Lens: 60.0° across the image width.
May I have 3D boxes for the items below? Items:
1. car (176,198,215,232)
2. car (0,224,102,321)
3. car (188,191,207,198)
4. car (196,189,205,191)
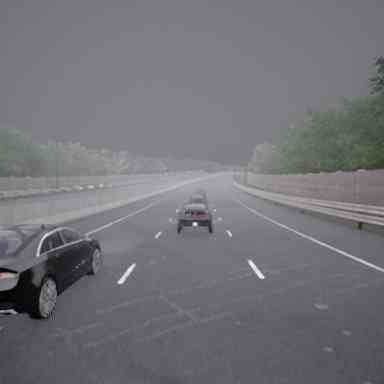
[{"bbox_3d":[0.180,1.295,18.561,1.837,1.490,4.892,0,0,1],"label":"car"},{"bbox_3d":[-3.370,1.423,7.123,2.128,1.511,4.902,0,1,0],"label":"car"},{"bbox_3d":[0.581,0.952,32.901,1.837,1.490,4.892,0,2,2],"label":"car"},{"bbox_3d":[1.311,0.208,52.943,2.033,1.411,5.357,0,2,3],"label":"car"}]
